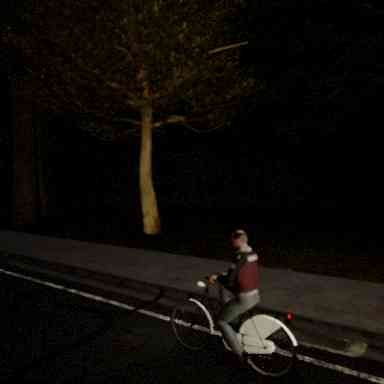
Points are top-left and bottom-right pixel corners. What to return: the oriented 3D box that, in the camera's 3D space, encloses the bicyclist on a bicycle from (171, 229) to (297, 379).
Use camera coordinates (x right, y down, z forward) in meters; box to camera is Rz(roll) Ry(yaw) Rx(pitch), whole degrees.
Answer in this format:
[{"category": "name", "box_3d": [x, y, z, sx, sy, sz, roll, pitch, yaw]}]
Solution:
[{"category": "bicyclist on a bicycle", "box_3d": [0.436, 1.362, 4.345, 1.843, 1.776, 0.659, 1, 0, 36]}]
